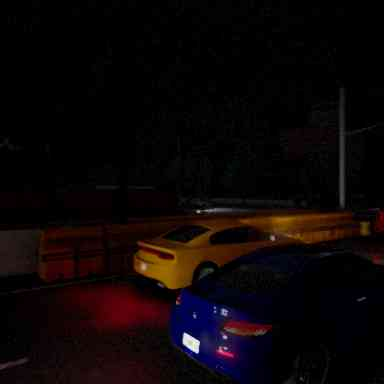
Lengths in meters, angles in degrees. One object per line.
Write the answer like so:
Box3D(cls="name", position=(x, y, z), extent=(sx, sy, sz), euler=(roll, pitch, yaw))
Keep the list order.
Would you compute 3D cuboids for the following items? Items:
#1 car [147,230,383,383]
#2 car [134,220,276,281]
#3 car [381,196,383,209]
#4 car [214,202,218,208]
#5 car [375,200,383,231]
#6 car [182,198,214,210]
Box3D(cls="car", position=(1.866, 1.532, 5.075), extent=(4.674, 1.442, 1.812), euler=(0, 0, -35))
Box3D(cls="car", position=(0.959, 1.485, 8.725), extent=(5.008, 1.535, 1.882), euler=(0, 0, -35))
Box3D(cls="car", position=(28.178, 1.417, 45.591), extent=(4.553, 1.767, 2.097), euler=(0, 0, -34))
Box3D(cls="car", position=(1.695, 1.641, 48.764), extent=(1.895, 1.301, 4.718), euler=(0, 0, -34))
Box3D(cls="car", position=(10.941, 1.246, 15.822), extent=(5.566, 2.045, 2.150), euler=(0, 0, -35))
Box3D(cls="car", position=(0.426, 1.561, 44.322), extent=(1.812, 1.442, 4.674), euler=(0, 0, -33))
